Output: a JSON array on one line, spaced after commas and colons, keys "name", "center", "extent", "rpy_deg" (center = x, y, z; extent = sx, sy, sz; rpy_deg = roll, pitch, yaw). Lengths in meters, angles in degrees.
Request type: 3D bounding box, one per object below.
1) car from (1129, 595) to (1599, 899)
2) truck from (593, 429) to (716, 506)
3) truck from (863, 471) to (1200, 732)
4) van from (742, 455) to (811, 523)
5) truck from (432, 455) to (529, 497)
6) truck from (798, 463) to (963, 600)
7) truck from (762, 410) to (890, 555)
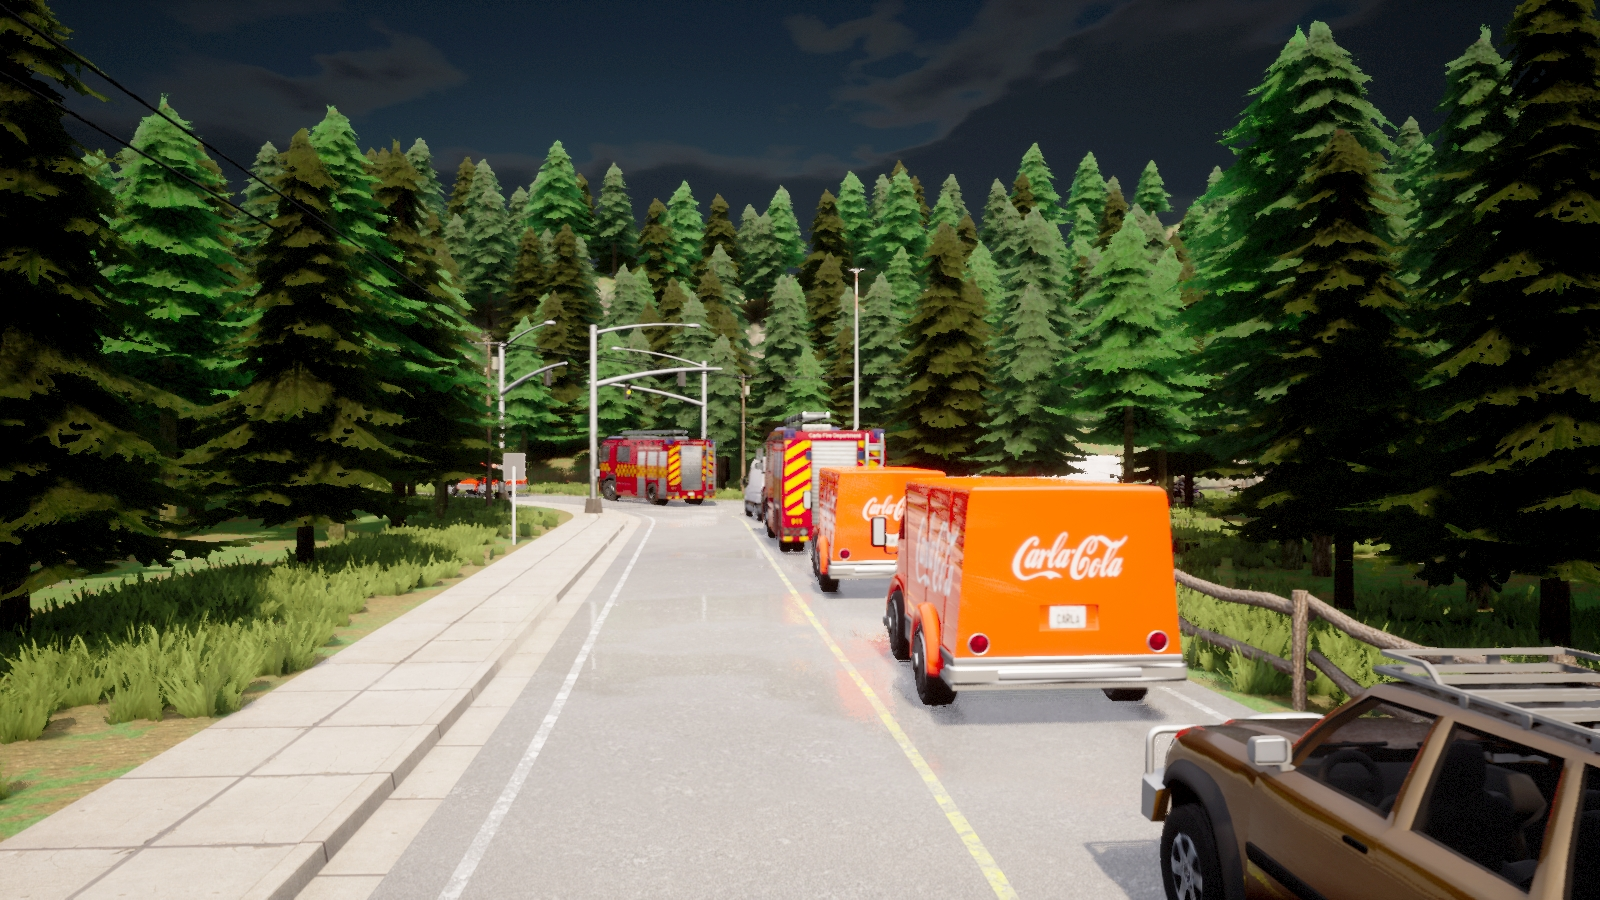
[{"name": "car", "center": [3.207, 1.825, 5.010], "extent": [1.932, 1.855, 4.605], "rpy_deg": [0, -1, -4]}, {"name": "truck", "center": [-7.891, 0.866, 60.896], "extent": [2.891, 3.827, 8.468], "rpy_deg": [0, 0, -35]}, {"name": "truck", "center": [2.443, 1.533, 13.876], "extent": [2.627, 2.467, 5.204], "rpy_deg": [0, 0, -5]}, {"name": "van", "center": [-1.042, 1.505, 46.881], "extent": [1.988, 2.561, 5.915], "rpy_deg": [0, 0, -10]}, {"name": "truck", "center": [-19.482, 1.538, 69.636], "extent": [5.204, 2.467, 2.627], "rpy_deg": [0, 0, 25]}, {"name": "truck", "center": [1.510, 1.543, 23.946], "extent": [2.627, 2.467, 5.204], "rpy_deg": [0, 0, -5]}, {"name": "truck", "center": [0.549, 0.862, 34.441], "extent": [2.891, 3.827, 8.468], "rpy_deg": [0, 0, -5]}]
